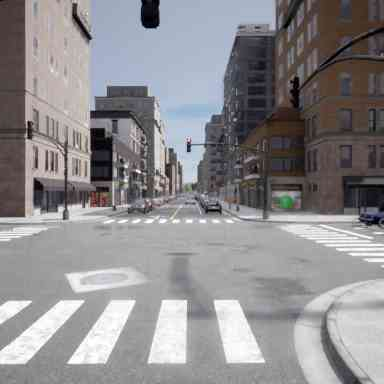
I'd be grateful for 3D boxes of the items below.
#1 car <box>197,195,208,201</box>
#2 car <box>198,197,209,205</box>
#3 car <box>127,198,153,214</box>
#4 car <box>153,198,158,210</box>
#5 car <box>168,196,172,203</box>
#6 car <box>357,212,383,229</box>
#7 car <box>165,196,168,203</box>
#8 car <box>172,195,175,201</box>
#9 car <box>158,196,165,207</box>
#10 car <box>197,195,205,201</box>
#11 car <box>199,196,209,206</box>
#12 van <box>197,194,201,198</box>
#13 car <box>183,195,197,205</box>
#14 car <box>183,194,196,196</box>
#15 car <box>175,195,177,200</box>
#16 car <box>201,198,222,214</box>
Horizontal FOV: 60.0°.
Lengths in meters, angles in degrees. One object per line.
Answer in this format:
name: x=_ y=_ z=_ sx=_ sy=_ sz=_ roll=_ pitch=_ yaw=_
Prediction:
car: x=2.235 y=1.637 z=52.717 sx=1.947 sy=1.339 sz=4.313 roll=0 pitch=0 yaw=0
car: x=2.224 y=1.648 z=63.738 sx=2.008 sy=1.369 sz=4.403 roll=0 pitch=0 yaw=0
car: x=-5.771 y=1.480 z=36.176 sx=1.967 sy=1.590 sz=4.097 roll=0 pitch=0 yaw=0
car: x=-5.777 y=1.490 z=41.686 sx=1.967 sy=1.590 sz=4.097 roll=0 pitch=0 yaw=0
car: x=-5.807 y=1.552 z=69.240 sx=1.967 sy=1.590 sz=4.097 roll=0 pitch=0 yaw=0
car: x=12.991 y=1.553 z=20.726 sx=4.718 sy=1.301 sz=1.895 roll=0 pitch=0 yaw=0
car: x=-5.795 y=1.634 z=58.218 sx=2.008 sy=1.369 sz=4.403 roll=0 pitch=0 yaw=0
car: x=-5.819 y=1.695 z=80.261 sx=2.008 sy=1.369 sz=4.403 roll=0 pitch=0 yaw=0
car: x=-5.789 y=1.653 z=52.707 sx=1.802 sy=1.307 sz=4.206 roll=0 pitch=0 yaw=0
car: x=2.200 y=1.600 z=85.781 sx=1.967 sy=1.590 sz=4.097 roll=0 pitch=0 yaw=0
car: x=2.242 y=1.641 z=47.206 sx=1.802 sy=1.307 sz=4.206 roll=0 pitch=0 yaw=0
van: x=2.230 y=1.424 z=58.227 sx=1.690 sy=1.788 sz=3.998 roll=0 pitch=0 yaw=0
car: x=-0.310 y=1.694 z=62.423 sx=1.895 sy=1.301 sz=4.718 roll=0 pitch=0 yaw=0
car: x=-0.422 y=1.664 z=73.454 sx=2.033 sy=1.411 sz=5.357 roll=0 pitch=0 yaw=0
car: x=-5.831 y=1.721 z=91.283 sx=1.887 sy=1.381 sz=4.507 roll=0 pitch=0 yaw=0
car: x=2.254 y=1.606 z=36.183 sx=1.947 sy=1.339 sz=4.313 roll=0 pitch=0 yaw=0
